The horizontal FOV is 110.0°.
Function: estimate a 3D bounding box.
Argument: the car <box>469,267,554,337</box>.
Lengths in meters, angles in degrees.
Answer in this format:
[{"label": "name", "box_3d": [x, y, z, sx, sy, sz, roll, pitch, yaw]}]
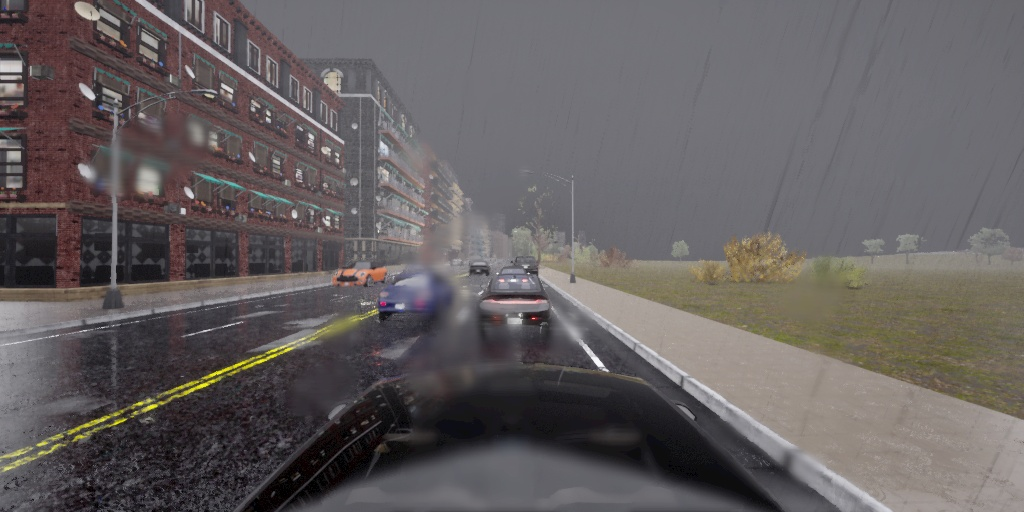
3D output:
[{"label": "car", "box_3d": [0.083, 1.243, 10.345, 2.128, 1.511, 4.902, 0, 0, 0]}]

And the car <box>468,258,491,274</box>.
[{"label": "car", "box_3d": [-3.223, 1.231, 36.727, 1.882, 1.535, 5.008, 0, 0, 0]}]

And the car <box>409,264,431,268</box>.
[{"label": "car", "box_3d": [-6.651, 1.301, 25.536, 2.033, 1.411, 5.357, 0, 0, 0]}]

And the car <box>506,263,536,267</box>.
[{"label": "car", "box_3d": [0.065, 1.300, 20.785, 2.033, 1.411, 5.357, 0, 0, 0]}]

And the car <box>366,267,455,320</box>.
[{"label": "car", "box_3d": [-3.172, 1.277, 12.530, 1.812, 1.442, 4.674, 0, 0, 0]}]

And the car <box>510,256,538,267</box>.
[{"label": "car", "box_3d": [1.076, 0.978, 30.997, 2.150, 2.045, 5.566, 0, 0, 0]}]

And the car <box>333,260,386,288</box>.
[{"label": "car", "box_3d": [-9.896, 1.105, 23.705, 2.097, 1.767, 4.553, 0, 0, 0]}]
